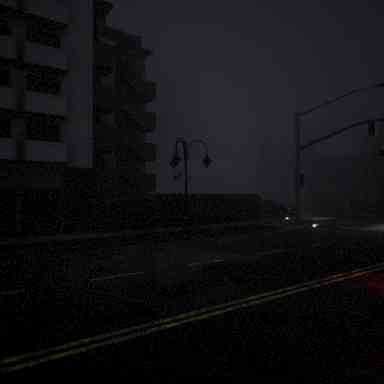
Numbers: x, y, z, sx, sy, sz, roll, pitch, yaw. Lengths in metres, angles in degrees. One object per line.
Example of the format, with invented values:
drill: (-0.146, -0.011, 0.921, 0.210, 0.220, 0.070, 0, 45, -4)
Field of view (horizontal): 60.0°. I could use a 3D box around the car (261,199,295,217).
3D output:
car: (7.818, 1.478, 32.198, 1.882, 1.535, 5.008, 0, 0, -38)
